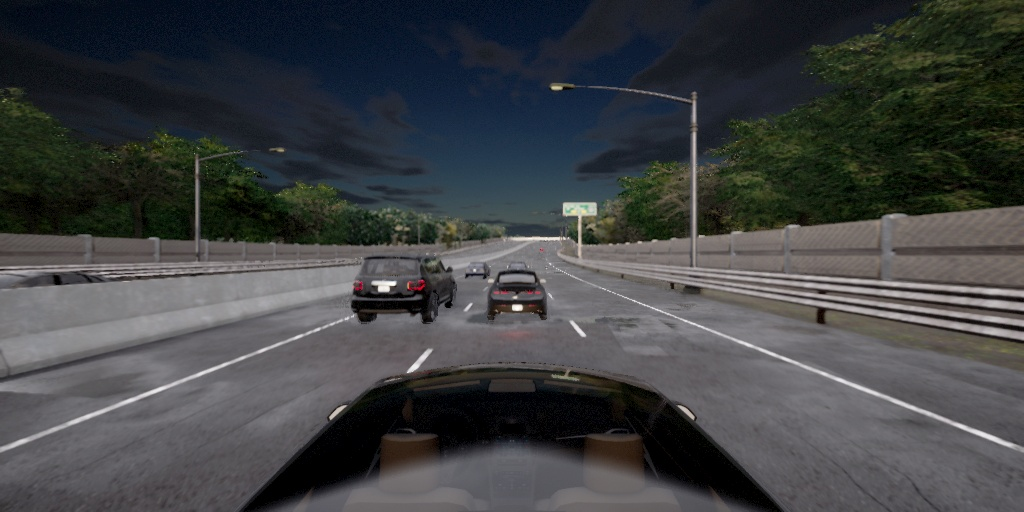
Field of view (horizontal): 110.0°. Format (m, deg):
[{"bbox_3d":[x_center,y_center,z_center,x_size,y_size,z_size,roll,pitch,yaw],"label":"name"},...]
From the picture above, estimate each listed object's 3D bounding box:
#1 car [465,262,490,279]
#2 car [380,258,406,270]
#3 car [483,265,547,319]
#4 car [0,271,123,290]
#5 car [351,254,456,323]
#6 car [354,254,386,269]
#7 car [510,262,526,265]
[{"bbox_3d":[-2.973,1.223,31.809,2.033,1.411,5.357,0,0,2],"label":"car"},{"bbox_3d":[-16.529,1.054,50.013,1.812,1.442,4.674,0,1,3],"label":"car"},{"bbox_3d":[0.175,1.229,12.679,1.837,1.490,4.892,0,0,1],"label":"car"},{"bbox_3d":[-14.047,1.229,10.302,1.837,1.490,4.892,0,0,1],"label":"car"},{"bbox_3d":[-3.334,0.946,12.090,2.150,2.045,5.566,0,0,1],"label":"car"},{"bbox_3d":[-19.993,0.737,50.915,2.150,2.045,5.566,0,1,3],"label":"car"},{"bbox_3d":[0.526,1.226,31.762,2.033,1.411,5.357,0,0,2],"label":"car"}]
